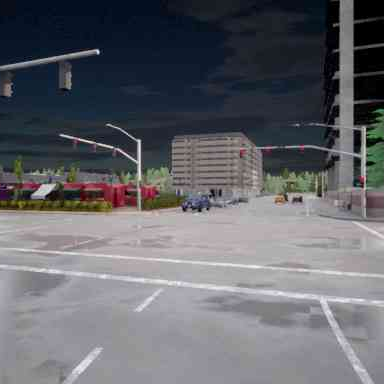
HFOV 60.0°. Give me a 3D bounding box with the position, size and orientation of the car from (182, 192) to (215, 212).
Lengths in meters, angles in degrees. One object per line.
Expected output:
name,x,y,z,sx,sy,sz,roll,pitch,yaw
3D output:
car,0.597,1.221,39.317,2.150,2.045,5.566,0,0,19

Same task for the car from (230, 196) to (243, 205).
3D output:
car,6.869,1.491,57.676,2.128,1.511,4.902,0,0,19

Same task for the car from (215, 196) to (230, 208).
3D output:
car,3.746,1.601,48.558,1.895,1.301,4.718,0,0,19

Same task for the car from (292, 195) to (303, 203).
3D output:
car,21.449,1.478,67.601,1.882,1.535,5.008,0,0,19

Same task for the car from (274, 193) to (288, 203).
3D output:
car,18.236,1.478,69.005,1.882,1.535,5.008,0,0,19

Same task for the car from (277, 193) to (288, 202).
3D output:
car,21.547,1.225,78.822,2.150,2.045,5.566,0,0,19

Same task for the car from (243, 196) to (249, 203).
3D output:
car,10.343,1.547,67.663,2.033,1.411,5.357,0,0,19

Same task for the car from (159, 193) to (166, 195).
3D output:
car,-7.964,1.209,81.445,4.605,1.855,1.932,0,0,19

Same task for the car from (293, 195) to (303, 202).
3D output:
car,24.742,1.525,77.344,2.128,1.511,4.902,0,0,19
